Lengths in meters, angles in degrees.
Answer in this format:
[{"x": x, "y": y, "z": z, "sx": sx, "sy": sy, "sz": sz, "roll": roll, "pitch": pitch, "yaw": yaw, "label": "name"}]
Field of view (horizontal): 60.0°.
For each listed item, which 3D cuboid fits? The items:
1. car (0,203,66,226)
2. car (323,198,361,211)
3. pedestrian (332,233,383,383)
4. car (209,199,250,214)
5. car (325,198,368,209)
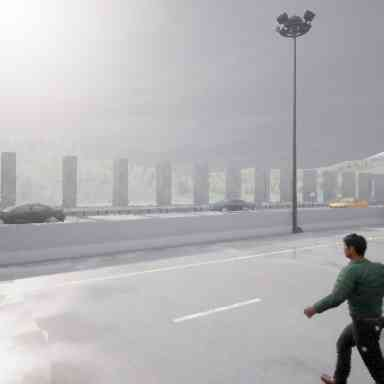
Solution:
[{"x": -10.986, "y": 1.477, "z": 21.866, "sx": 5.008, "sy": 1.535, "sz": 1.882, "roll": 0, "pitch": 0, "yaw": -35, "label": "car"}, {"x": 18.543, "y": 1.506, "z": 41.076, "sx": 4.892, "sy": 1.490, "sz": 1.837, "roll": 1, "pitch": 0, "yaw": -32, "label": "car"}, {"x": 1.696, "y": 1.294, "z": 3.311, "sx": 0.375, "sy": 1.860, "sz": 0.375, "roll": 0, "pitch": 0, "yaw": -34, "label": "pedestrian"}, {"x": 4.096, "y": 1.504, "z": 36.127, "sx": 4.892, "sy": 1.490, "sz": 1.837, "roll": 0, "pitch": 0, "yaw": -33, "label": "car"}, {"x": 16.909, "y": 1.477, "z": 35.927, "sx": 5.008, "sy": 1.535, "sz": 1.882, "roll": 0, "pitch": 0, "yaw": -32, "label": "car"}]
